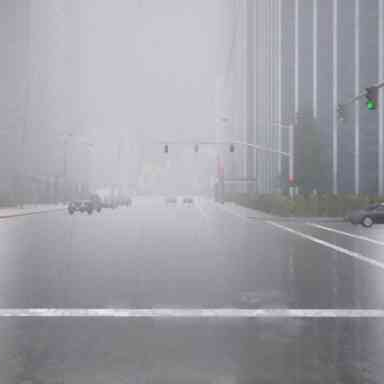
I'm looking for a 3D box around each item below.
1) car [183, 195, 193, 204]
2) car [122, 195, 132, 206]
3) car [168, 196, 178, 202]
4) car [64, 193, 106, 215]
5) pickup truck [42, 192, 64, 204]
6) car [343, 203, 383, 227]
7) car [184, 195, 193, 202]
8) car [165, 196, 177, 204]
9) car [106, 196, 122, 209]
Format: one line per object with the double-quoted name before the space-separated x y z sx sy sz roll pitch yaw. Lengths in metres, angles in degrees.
"car" -0.745 1.523 65.296 1.812 1.442 4.674 0 0 0
"car" -11.244 1.350 54.579 2.097 1.767 4.553 0 0 -1
"car" -4.326 1.537 75.217 2.033 1.411 5.357 0 0 0
"car" -11.086 1.220 34.843 2.150 2.045 5.566 0 0 -1
"pickup truck" -24.323 1.056 59.995 2.390 2.098 6.274 0 0 30
"car" 12.633 1.504 22.033 4.892 1.490 1.837 0 0 0
"car" -0.830 1.384 75.547 1.882 1.535 5.008 0 0 0
"car" -4.142 1.598 64.957 1.895 1.301 4.718 0 0 0
"car" -11.170 1.562 44.372 1.994 1.385 4.181 0 0 -1
